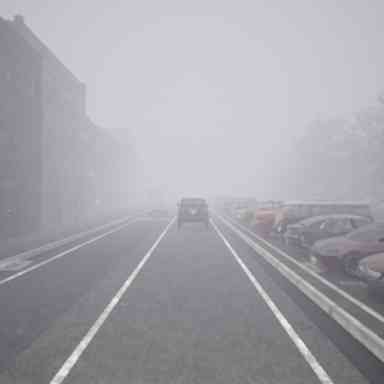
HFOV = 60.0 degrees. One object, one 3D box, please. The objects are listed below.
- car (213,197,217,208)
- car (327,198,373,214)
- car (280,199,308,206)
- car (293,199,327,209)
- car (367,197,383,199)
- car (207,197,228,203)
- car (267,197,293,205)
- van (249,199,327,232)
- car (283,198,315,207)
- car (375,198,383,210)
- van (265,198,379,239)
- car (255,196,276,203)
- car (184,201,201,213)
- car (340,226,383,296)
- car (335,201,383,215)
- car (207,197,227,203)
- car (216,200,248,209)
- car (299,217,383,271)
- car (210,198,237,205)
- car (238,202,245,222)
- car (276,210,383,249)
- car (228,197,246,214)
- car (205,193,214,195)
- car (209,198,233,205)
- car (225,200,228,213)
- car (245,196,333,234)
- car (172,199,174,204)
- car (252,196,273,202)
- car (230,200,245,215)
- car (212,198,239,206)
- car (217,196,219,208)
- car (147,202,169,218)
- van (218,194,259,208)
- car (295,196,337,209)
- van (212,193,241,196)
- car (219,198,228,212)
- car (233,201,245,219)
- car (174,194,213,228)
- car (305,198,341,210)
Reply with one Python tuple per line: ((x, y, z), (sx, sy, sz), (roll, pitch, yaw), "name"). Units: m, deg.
((5.995, 1.859, 48.962), (5.366, 1.575, 1.946), (0, 0, 0), "car")
((19.205, 1.688, 40.598), (4.553, 1.767, 2.185), (0, 0, 0), "car")
((19.301, 1.972, 62.876), (4.674, 1.452, 2.002), (0, 0, 0), "car")
((19.304, 1.920, 54.523), (4.792, 1.488, 2.163), (0, 0, 0), "car")
((19.194, 1.528, 35.027), (5.566, 2.045, 2.435), (0, 0, 0), "car")
((6.268, 2.004, 82.367), (5.008, 1.535, 2.097), (0, 0, 0), "car")
((19.515, 1.980, 74.015), (5.366, 1.575, 1.946), (0, 0, 0), "car")
((5.986, 1.462, 21.130), (4.442, 1.987, 1.878), (0, 0, 0), "van")
((19.296, 1.918, 60.091), (5.008, 1.535, 2.097), (0, 0, 0), "car")
((19.237, 1.618, 29.457), (4.553, 1.767, 2.185), (0, 0, 0), "car")
((5.972, 1.423, 15.689), (4.442, 1.987, 1.878), (0, 0, 0), "van")
((19.374, 1.978, 88.080), (5.008, 1.535, 2.097), (0, 0, 0), "car")
((0.067, 1.867, 41.866), (1.994, 1.385, 4.181), (0, 0, 0), "car")
((6.067, 1.629, 7.213), (4.674, 1.452, 2.002), (0, 0, 0), "car")
((19.234, 1.796, 37.812), (5.008, 1.535, 2.097), (0, 0, 0), "car")
((6.274, 1.996, 85.157), (5.008, 1.535, 2.097), (0, 0, 0), "car")
((6.190, 1.918, 51.745), (4.674, 1.452, 2.002), (0, 0, 0), "car")
((6.043, 1.638, 9.996), (4.792, 1.488, 2.163), (0, 0, 0), "car")
((6.420, 1.955, 68.445), (5.366, 1.575, 1.946), (0, 0, 0), "car")
((6.104, 1.708, 23.912), (4.892, 1.521, 2.231), (0, 0, 0), "car")
((6.073, 1.630, 12.779), (4.892, 1.521, 2.231), (0, 0, 0), "car")
((6.103, 1.638, 32.263), (4.553, 1.767, 2.185), (0, 0, 0), "car")
((6.278, 1.732, 74.013), (5.566, 2.045, 2.435), (0, 0, 0), "car")
((6.236, 1.971, 71.228), (5.008, 1.535, 2.097), (0, 0, 0), "car")
((6.144, 1.820, 35.045), (4.674, 1.452, 2.002), (0, 0, 0), "car")
((6.067, 1.417, 18.347), (5.566, 2.045, 2.435), (0, 0, 0), "car")
((-3.371, 1.981, 73.839), (1.812, 1.442, 4.674), (0, 0, 0), "car")
((19.191, 1.950, 90.870), (5.366, 1.575, 1.946), (0, 1, 0), "car")
((6.132, 1.745, 29.478), (4.892, 1.521, 2.231), (0, 0, 0), "car")
((6.225, 1.934, 62.879), (4.892, 1.521, 2.231), (0, 0, 0), "car")
((6.141, 1.721, 46.179), (4.553, 1.767, 2.185), (0, 0, 0), "car")
((-3.372, 1.776, 33.369), (1.812, 1.442, 4.674), (0, 0, 0), "car")
((6.048, 1.606, 43.460), (4.442, 1.987, 1.878), (0, 0, 0), "van")
((19.239, 1.625, 51.736), (5.566, 2.045, 2.435), (0, 0, 0), "car")
((6.328, 1.694, 60.096), (4.442, 1.987, 1.878), (0, 0, 0), "van")
((6.128, 1.844, 40.611), (4.792, 1.488, 2.163), (0, 0, 0), "car")
((6.304, 1.723, 26.695), (5.366, 1.575, 1.946), (0, 0, 0), "car")
((0.086, 1.407, 23.968), (2.150, 2.045, 5.566), (0, 0, 0), "car")
((19.229, 1.735, 48.952), (4.553, 1.767, 2.185), (0, 0, 0), "car")
